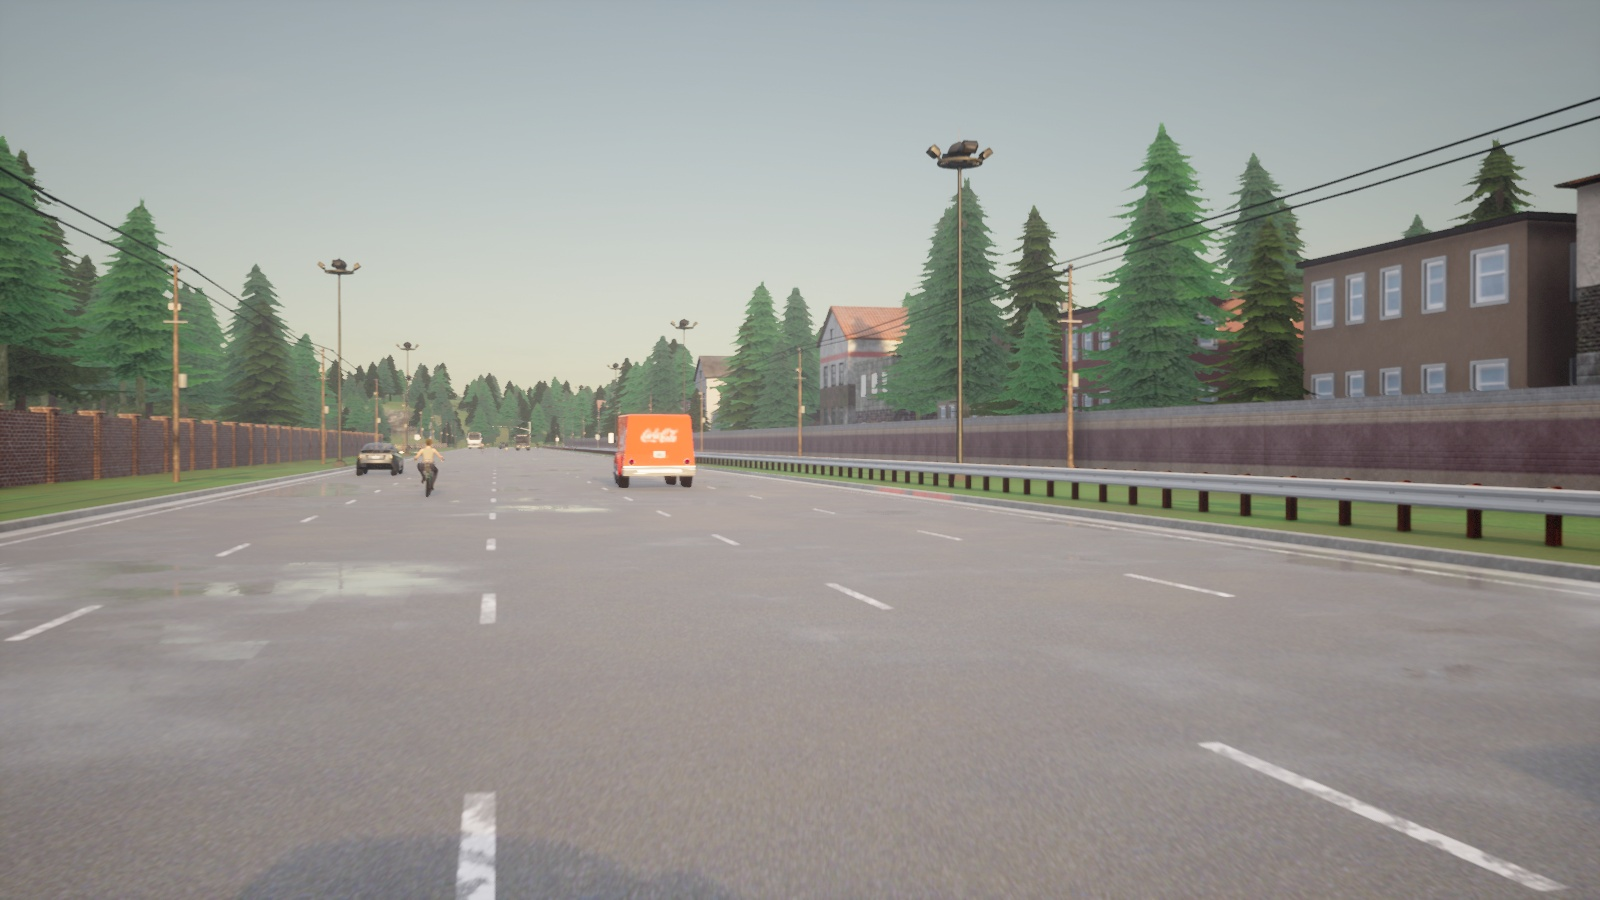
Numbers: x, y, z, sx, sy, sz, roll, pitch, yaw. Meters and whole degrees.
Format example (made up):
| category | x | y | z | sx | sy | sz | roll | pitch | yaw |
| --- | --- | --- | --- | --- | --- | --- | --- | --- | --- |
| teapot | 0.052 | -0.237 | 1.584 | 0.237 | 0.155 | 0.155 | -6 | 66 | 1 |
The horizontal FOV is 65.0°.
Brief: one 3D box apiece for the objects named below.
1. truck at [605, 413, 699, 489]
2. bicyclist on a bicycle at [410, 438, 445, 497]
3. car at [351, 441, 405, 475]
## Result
| category | x | y | z | sx | sy | sz | roll | pitch | yaw |
| --- | --- | --- | --- | --- | --- | --- | --- | --- | --- |
| truck | -5.200 | 0.010 | 43.406 | 2.627 | 2.467 | 5.204 | 0 | 0 | -14 |
| bicyclist on a bicycle | -10.357 | 0.477 | 34.941 | 0.866 | 1.612 | 1.509 | 0 | 0 | -13 |
| car | -19.807 | 0.343 | 59.115 | 2.007 | 1.525 | 4.514 | 0 | 0 | -14 |
